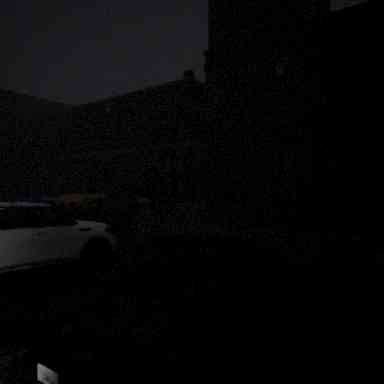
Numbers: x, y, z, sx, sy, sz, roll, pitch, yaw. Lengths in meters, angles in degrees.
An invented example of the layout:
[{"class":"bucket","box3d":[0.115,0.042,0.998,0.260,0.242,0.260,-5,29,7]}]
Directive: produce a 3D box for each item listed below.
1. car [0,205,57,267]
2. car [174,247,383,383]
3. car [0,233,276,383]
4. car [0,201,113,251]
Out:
[{"class":"car","box3d":[-6.883,1.365,10.307,2.185,1.767,4.553,0,0,36]},{"class":"car","box3d":[2.158,1.510,3.780,2.163,1.488,4.792,0,0,36]},{"class":"car","box3d":[-0.102,1.511,5.394,2.163,1.488,4.792,0,0,35]},{"class":"car","box3d":[-4.596,1.235,8.670,2.435,2.045,5.566,0,0,36]}]
